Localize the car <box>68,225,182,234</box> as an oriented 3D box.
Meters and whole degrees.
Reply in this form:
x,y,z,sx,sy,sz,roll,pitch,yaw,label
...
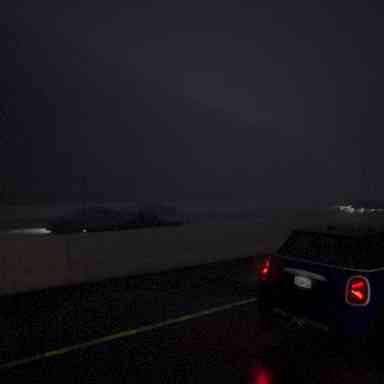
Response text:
x,y,z,sx,sy,sz,roll,pitch,yaw,label
-2.886,1.596,14.863,4.718,1.301,1.895,0,0,-36,car

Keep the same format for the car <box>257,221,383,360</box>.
x,y,z,sx,sy,sz,roll,pitch,yaw,label
3.362,1.348,6.157,4.553,1.767,2.097,0,0,-36,car
